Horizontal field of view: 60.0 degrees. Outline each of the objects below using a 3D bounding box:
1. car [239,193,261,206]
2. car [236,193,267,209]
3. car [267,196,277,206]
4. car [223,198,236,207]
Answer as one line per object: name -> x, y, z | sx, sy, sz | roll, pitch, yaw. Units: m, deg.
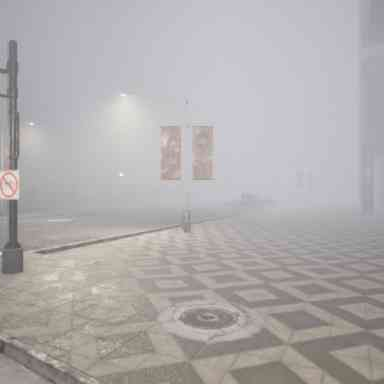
car -> 9.887, 1.179, 56.572 | 2.150, 2.045, 5.566 | 0, 0, 26
car -> 8.272, 1.185, 45.791 | 2.150, 2.045, 5.566 | 0, 0, 27
car -> 12.793, 1.445, 55.117 | 2.128, 1.511, 4.902 | 0, 0, 26
car -> 6.222, 1.567, 49.009 | 1.895, 1.301, 4.718 | 0, 0, 27
